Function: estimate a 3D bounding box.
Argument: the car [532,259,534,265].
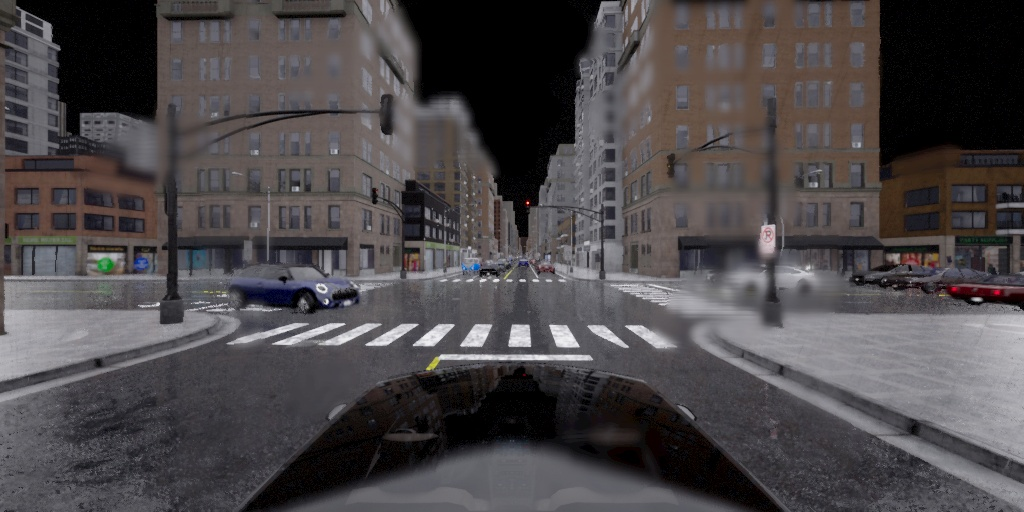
[{"bbox_3d":[4.002,1.340,46.350,1.948,1.339,4.313,0,0,2],"label":"car"}]

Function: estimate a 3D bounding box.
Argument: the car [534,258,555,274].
[{"bbox_3d":[3.814,1.208,40.828,1.967,1.591,4.097,0,0,2],"label":"car"}]

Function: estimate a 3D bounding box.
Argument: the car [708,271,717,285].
[{"bbox_3d":[15.646,1.256,23.739,4.902,1.511,2.128,0,0,2],"label":"car"}]

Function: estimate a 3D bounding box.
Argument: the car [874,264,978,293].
[{"bbox_3d":[24.356,1.325,20.238,5.357,1.411,2.033,0,0,2],"label":"car"}]

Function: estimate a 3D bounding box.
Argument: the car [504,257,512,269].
[{"bbox_3d":[-1.488,1.134,54.515,2.097,1.767,4.553,0,0,2],"label":"car"}]

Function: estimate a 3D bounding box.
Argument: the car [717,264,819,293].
[{"bbox_3d":[14.769,1.290,20.511,4.674,1.442,1.812,0,0,3],"label":"car"}]

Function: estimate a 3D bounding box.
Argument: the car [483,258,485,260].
[{"bbox_3d":[-4.519,1.089,46.633,2.192,1.841,5.009,0,0,2],"label":"car"}]

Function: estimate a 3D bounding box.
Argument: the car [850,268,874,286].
[{"bbox_3d":[25.063,1.283,23.470,4.892,1.490,1.837,0,0,2],"label":"car"}]

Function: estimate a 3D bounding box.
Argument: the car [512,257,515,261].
[{"bbox_3d":[-1.114,1.145,64.498,2.097,1.767,4.553,0,0,3],"label":"car"}]

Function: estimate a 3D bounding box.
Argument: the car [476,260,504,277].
[{"bbox_3d":[-2.142,1.364,35.794,1.895,1.301,4.718,0,0,2],"label":"car"}]

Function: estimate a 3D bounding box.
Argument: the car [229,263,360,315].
[{"bbox_3d":[-8.045,1.092,13.416,4.553,1.767,2.097,0,0,15],"label":"car"}]

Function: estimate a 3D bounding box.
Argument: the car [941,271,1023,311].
[{"bbox_3d":[20.008,1.373,13.661,4.718,1.301,1.895,0,0,2],"label":"car"}]

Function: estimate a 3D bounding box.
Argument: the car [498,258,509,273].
[{"bbox_3d":[-1.812,1.337,44.877,1.994,1.385,4.181,0,0,3],"label":"car"}]

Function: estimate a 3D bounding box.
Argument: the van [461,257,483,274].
[{"bbox_3d":[-4.707,1.109,41.113,1.690,1.789,3.998,0,0,2],"label":"van"}]

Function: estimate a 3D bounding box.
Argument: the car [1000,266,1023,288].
[{"bbox_3d":[35.046,1.359,23.176,4.181,1.385,1.994,0,0,2],"label":"car"}]
